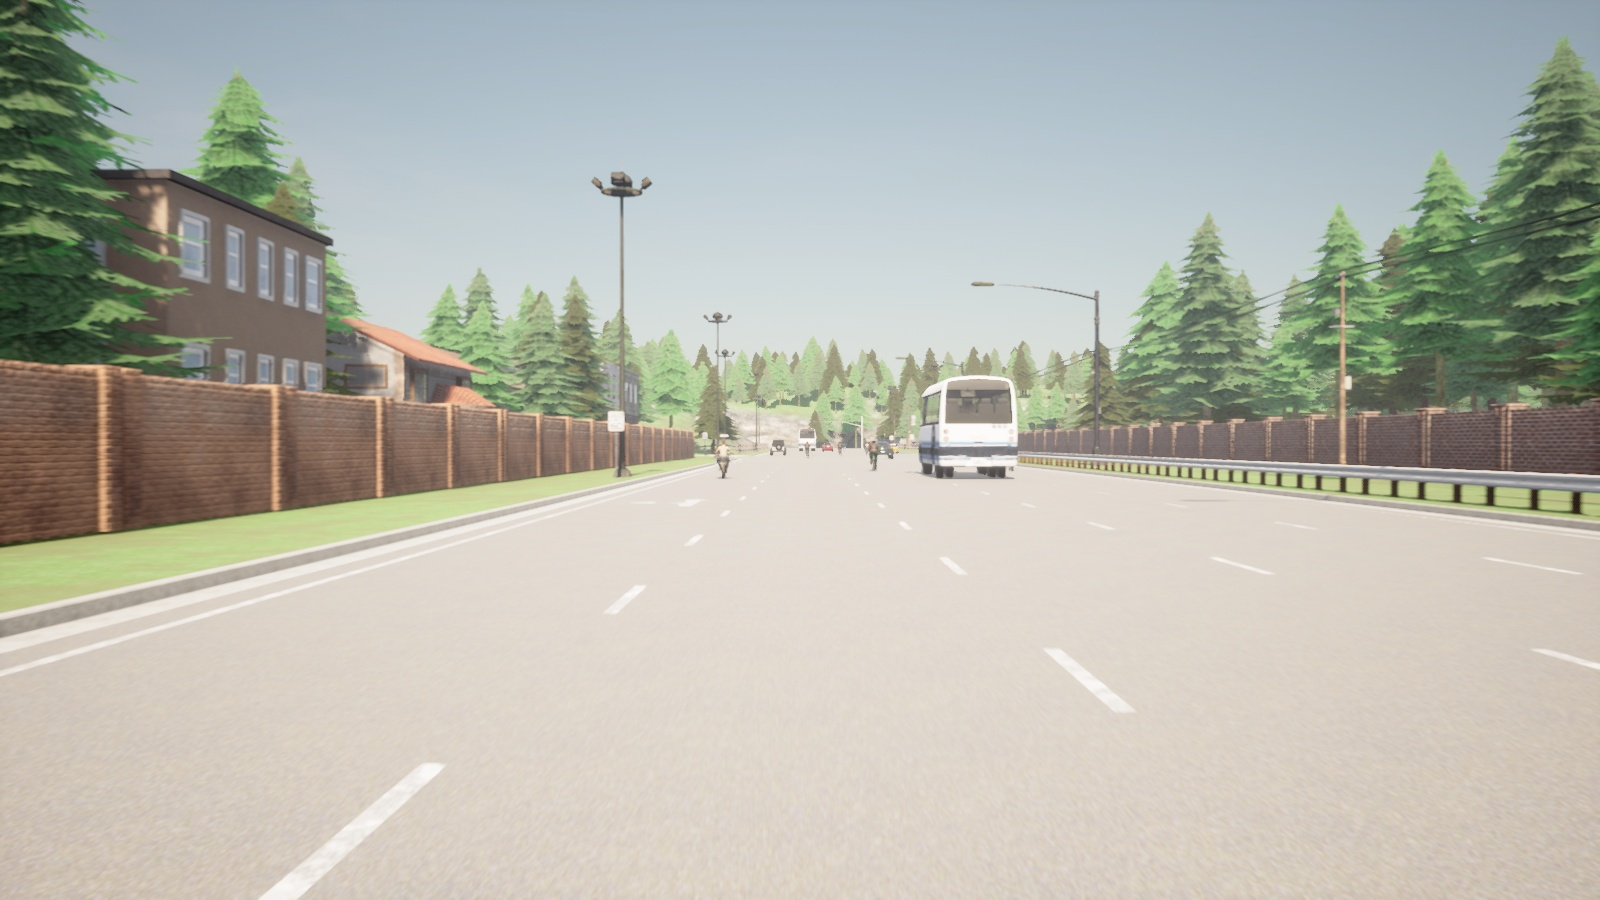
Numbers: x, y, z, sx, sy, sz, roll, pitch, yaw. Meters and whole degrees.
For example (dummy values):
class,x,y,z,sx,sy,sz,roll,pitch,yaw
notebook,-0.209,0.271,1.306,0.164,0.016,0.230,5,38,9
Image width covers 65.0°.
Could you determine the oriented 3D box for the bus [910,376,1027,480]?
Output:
class,x,y,z,sx,sy,sz,roll,pitch,yaw
bus,7.338,-0.939,56.538,3.944,4.253,10.273,0,0,0
